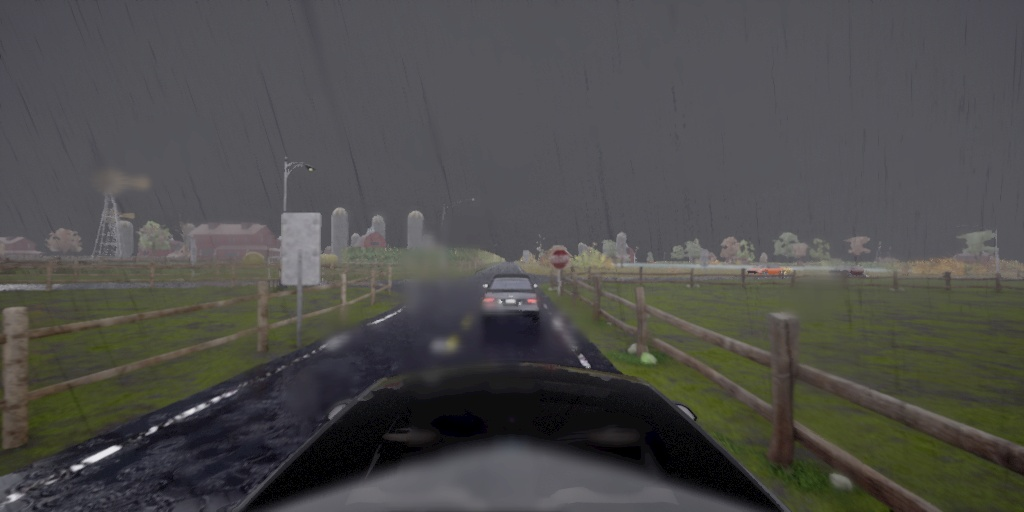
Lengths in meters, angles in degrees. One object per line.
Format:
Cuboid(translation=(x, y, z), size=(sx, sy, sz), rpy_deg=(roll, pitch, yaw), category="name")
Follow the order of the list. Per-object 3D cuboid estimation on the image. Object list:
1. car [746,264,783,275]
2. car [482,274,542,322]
Cuboid(translation=(32.063, 1.803, 45.569), size=(4.553, 1.767, 2.097), rpy_deg=(1, -1, -19), category="car")
Cuboid(translation=(-0.027, 1.331, 12.466), size=(2.033, 1.411, 5.357), rpy_deg=(0, 0, 0), category="car")
